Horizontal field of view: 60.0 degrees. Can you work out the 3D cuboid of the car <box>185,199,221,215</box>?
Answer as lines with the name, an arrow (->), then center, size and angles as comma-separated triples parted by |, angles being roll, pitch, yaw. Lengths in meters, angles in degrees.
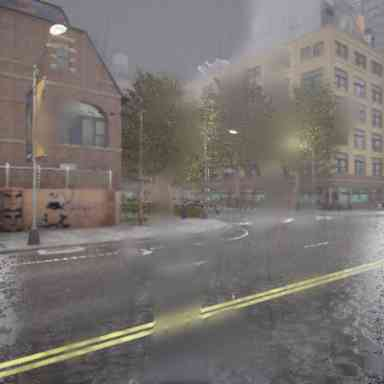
car -> 1.051, 1.598, 36.284 | 2.097, 1.767, 4.553 | 0, 0, -38

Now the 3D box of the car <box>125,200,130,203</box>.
car -> -11.192, 1.854, 52.193 | 2.128, 1.511, 4.902 | 0, 0, -38
